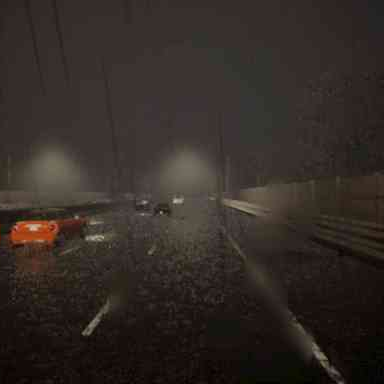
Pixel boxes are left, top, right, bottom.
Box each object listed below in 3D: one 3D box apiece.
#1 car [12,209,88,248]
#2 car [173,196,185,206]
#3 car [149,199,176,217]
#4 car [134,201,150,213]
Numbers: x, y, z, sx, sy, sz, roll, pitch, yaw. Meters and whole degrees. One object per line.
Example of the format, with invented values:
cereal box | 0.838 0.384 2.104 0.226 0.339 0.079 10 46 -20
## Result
car | -6.759 1.600 16.374 2.097 1.767 4.553 -1 0 1
car | -2.596 1.751 66.579 2.150 2.045 5.566 -1 0 1
car | -3.006 1.801 35.133 1.837 1.490 4.892 -1 -1 1
car | -6.389 1.925 44.121 2.128 1.511 4.902 -1 0 1
